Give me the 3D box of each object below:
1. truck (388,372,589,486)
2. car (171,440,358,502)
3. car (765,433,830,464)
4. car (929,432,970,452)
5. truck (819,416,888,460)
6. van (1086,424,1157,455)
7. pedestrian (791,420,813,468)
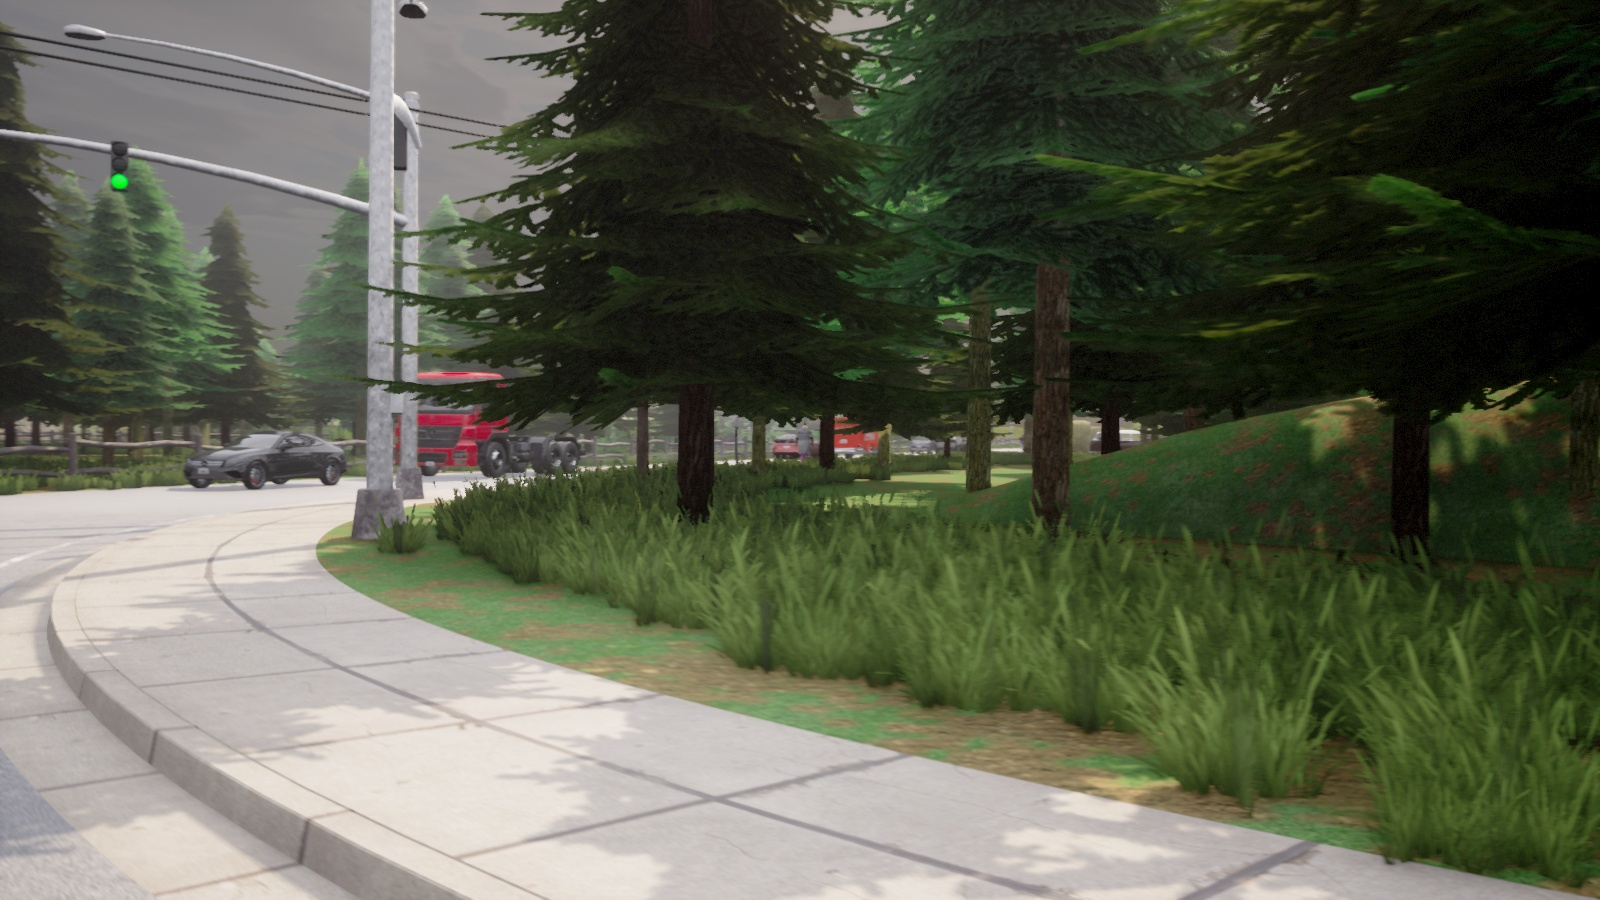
[{"bbox_3d":[-10.302,-0.690,42.667,2.891,3.462,7.936,0,1,17],"label":"truck"},{"bbox_3d":[-13.576,0.473,32.166,1.812,1.442,4.674,0,1,17],"label":"car"},{"bbox_3d":[-0.073,-0.109,63.585,2.007,1.525,4.514,0,1,18],"label":"car"},{"bbox_3d":[11.671,-0.615,97.779,2.128,1.511,4.902,0,1,19],"label":"car"},{"bbox_3d":[3.182,-0.686,73.172,2.627,2.467,5.204,0,1,19],"label":"truck"},{"bbox_3d":[21.310,-0.709,83.219,4.480,2.038,2.069,0,1,16],"label":"van"},{"bbox_3d":[0.094,-0.236,51.111,0.659,1.952,0.873,0,1,16],"label":"pedestrian"}]
